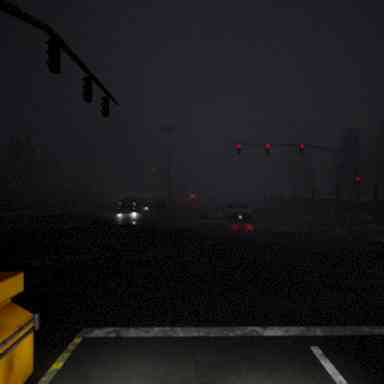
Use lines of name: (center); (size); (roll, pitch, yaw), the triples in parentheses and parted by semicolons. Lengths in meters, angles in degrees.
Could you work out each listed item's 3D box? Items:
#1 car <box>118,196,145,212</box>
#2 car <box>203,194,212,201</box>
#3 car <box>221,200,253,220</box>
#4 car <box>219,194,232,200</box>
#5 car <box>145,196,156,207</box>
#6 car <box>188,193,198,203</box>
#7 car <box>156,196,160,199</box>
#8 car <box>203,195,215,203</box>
car: (-7.010, 1.301, 37.801); (2.097, 1.767, 4.553); (0, 0, 0)
car: (3.665, 1.278, 78.757); (1.994, 1.385, 4.181); (0, 0, 0)
car: (3.657, 1.564, 27.221); (1.895, 1.301, 4.718); (0, 0, 0)
car: (7.143, 1.385, 68.330); (1.882, 1.535, 5.008); (0, 0, 0)
car: (-6.983, 1.481, 48.611); (2.033, 1.411, 5.357); (0, 0, 0)
car: (0.144, 1.508, 68.791); (1.895, 1.301, 4.718); (0, 0, 0)
car: (-6.900, 1.439, 63.409); (1.812, 1.442, 4.674); (0, 0, 1)
car: (3.643, 1.385, 68.337); (1.882, 1.535, 5.008); (0, 0, 0)
